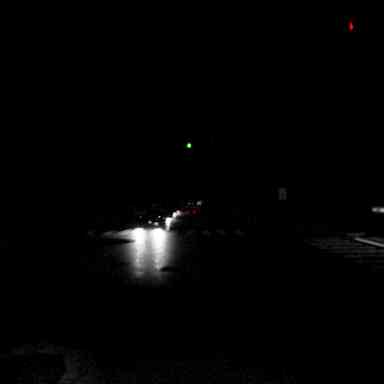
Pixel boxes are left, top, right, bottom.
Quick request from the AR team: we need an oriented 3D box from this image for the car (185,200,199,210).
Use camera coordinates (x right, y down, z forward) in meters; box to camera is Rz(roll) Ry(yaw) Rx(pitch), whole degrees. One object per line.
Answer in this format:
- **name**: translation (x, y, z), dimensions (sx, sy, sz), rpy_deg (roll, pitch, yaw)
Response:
- **car**: translation (-0.161, 2.487, 57.018), dimensions (1.895, 1.301, 4.718), rpy_deg (0, -1, 0)

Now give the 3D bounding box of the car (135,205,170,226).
- **car**: translation (-3.172, 2.027, 27.615), dimensions (1.895, 1.301, 4.718), rpy_deg (0, -1, 1)

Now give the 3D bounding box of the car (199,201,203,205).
- **car**: translation (2.363, 2.306, 48.252), dimensions (1.947, 1.339, 4.313), rpy_deg (0, -1, 0)

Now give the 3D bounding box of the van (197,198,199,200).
- **van**: translation (2.385, 2.351, 64.786), dimensions (1.690, 1.788, 3.998), rpy_deg (0, -1, 0)

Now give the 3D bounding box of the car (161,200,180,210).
- **car**: translation (-3.121, 2.302, 47.553), dimensions (1.994, 1.385, 4.181), rpy_deg (0, -1, 0)

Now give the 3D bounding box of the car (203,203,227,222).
- **car**: translation (2.340, 2.046, 31.721), dimensions (1.947, 1.339, 4.313), rpy_deg (0, -1, 0)

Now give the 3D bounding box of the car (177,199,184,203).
- **car**: translation (-3.064, 2.393, 57.633), dimensions (2.128, 1.511, 4.902), rpy_deg (0, -1, 1)

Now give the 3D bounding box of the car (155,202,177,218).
- **car**: translation (-3.134, 2.144, 37.570), dimensions (1.994, 1.385, 4.181), rpy_deg (0, -1, 0)

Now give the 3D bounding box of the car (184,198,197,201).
- **car**: translation (-0.244, 2.619, 69.500), dimensions (2.128, 1.511, 4.902), rpy_deg (0, -1, 0)

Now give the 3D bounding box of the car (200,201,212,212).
- **car**: translation (2.356, 2.234, 42.742), dimensions (1.802, 1.307, 4.206), rpy_deg (0, -1, 0)

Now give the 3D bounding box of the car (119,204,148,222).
- **car**: translation (-5.685, 1.934, 31.735), dimensions (1.967, 1.590, 4.097), rpy_deg (0, -1, 0)

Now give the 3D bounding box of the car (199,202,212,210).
- **car**: translation (2.378, 2.470, 59.272), dimensions (2.008, 1.369, 4.403), rpy_deg (0, -1, 0)

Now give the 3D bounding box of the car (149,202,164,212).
- **car**: translation (-5.654, 2.393, 53.773), dimensions (2.008, 1.369, 4.403), rpy_deg (0, -1, 0)

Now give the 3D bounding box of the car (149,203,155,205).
- **car**: translation (-5.677, 2.020, 37.245), dimensions (1.967, 1.590, 4.097), rpy_deg (0, -1, 0)

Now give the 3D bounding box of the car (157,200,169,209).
- **car**: translation (-5.639, 2.464, 64.795), dimensions (1.967, 1.590, 4.097), rpy_deg (0, -1, 0)

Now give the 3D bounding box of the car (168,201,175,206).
- **car**: translation (-5.600, 3.068, 92.344), dimensions (1.802, 1.307, 4.206), rpy_deg (0, -1, 0)

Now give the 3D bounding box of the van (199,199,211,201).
- **van**: translation (2.370, 2.170, 53.766), dimensions (1.690, 1.788, 3.998), rpy_deg (0, -1, 0)

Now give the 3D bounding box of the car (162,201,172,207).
- **car**: translation (-5.624, 2.759, 75.813), dimensions (2.008, 1.369, 4.403), rpy_deg (0, -1, 0)
